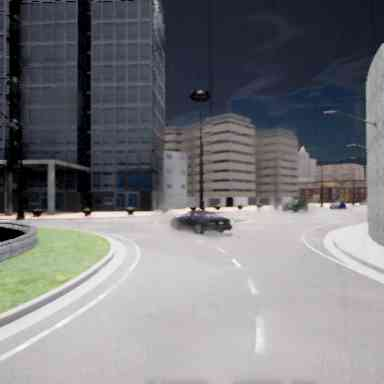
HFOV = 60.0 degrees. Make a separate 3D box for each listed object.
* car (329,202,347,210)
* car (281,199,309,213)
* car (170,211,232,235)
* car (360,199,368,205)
[{"bbox_3d":[27.303,2.605,62.159,4.674,1.442,1.812,1,-1,-45],"label":"car"},{"bbox_3d":[15.859,2.136,50.911,5.566,2.045,2.150,1,-2,-45],"label":"car"},{"bbox_3d":[0.457,1.977,22.228,2.033,1.411,5.357,1,-1,-31],"label":"car"},{"bbox_3d":[38.343,2.357,73.136,4.892,1.490,1.837,1,-2,-45],"label":"car"}]
